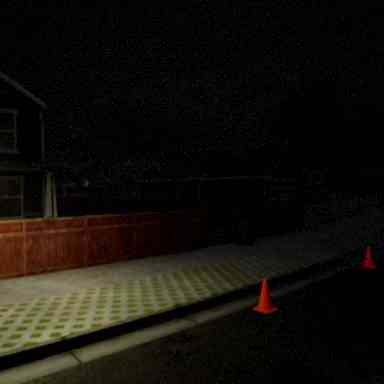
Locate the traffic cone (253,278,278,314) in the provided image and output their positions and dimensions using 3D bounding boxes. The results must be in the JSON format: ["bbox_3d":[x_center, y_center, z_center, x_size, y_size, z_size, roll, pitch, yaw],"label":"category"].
[{"bbox_3d":[1.366,1.896,6.196,0.340,0.580,0.340,-1,1,-40],"label":"traffic cone"}]

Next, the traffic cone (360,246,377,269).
[{"bbox_3d":[4.995,1.833,9.408,0.340,0.580,0.340,-1,1,-43],"label":"traffic cone"}]
